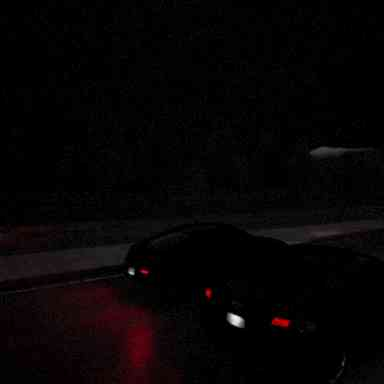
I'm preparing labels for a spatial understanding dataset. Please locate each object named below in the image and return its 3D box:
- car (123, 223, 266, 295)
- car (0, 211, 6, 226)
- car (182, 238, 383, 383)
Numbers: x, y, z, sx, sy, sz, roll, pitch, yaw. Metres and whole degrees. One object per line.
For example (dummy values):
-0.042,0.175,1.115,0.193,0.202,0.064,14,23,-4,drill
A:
0.574,1.509,8.445,4.674,1.442,1.812,0,0,-36,car
-12.676,1.491,17.672,4.902,1.511,2.128,0,0,-35,car
2.168,1.549,5.278,4.181,1.385,1.994,0,0,-36,car
